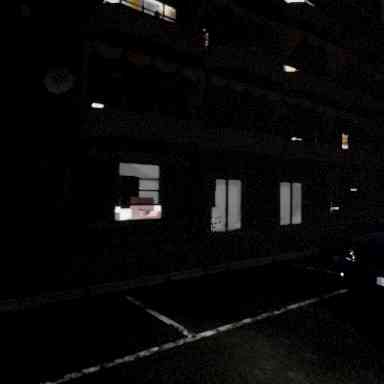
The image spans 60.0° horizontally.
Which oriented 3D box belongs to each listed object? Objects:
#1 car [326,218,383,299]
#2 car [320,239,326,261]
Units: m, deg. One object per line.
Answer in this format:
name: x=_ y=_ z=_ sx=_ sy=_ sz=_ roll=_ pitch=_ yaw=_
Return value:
car: x=5.615 y=1.221 z=7.365 sx=5.566 sy=2.045 sz=2.150 roll=0 pitch=0 yaw=-35
car: x=6.020 y=1.563 z=10.834 sx=4.313 sy=1.339 sz=1.947 roll=0 pitch=1 yaw=-35
